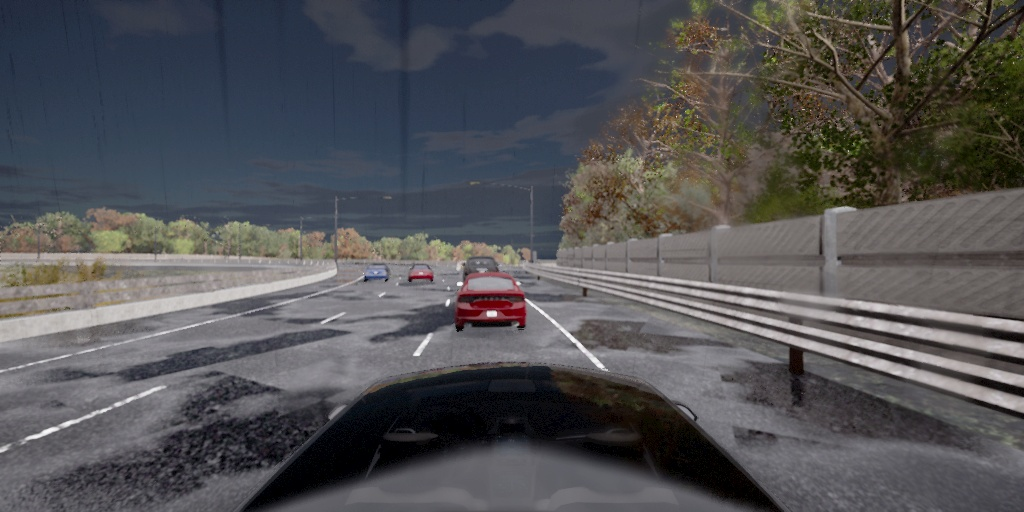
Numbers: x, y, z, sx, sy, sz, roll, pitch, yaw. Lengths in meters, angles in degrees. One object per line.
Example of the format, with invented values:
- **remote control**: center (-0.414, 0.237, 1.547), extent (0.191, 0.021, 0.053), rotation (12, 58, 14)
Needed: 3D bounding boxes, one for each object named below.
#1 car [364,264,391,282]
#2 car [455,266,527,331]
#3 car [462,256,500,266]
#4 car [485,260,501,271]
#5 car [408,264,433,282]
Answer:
- **car**: center (-11.190, 1.355, 29.953), extent (2.033, 1.411, 5.357), rotation (0, 0, -16)
- **car**: center (-0.709, 1.246, 11.174), extent (1.882, 1.535, 5.008), rotation (0, 0, -5)
- **car**: center (-2.035, 1.016, 23.293), extent (2.150, 2.045, 5.566), rotation (0, 0, -6)
- **car**: center (-2.830, 1.329, 53.529), extent (1.882, 1.535, 5.008), rotation (0, 0, 3)
- **car**: center (-7.758, 1.371, 30.420), extent (1.994, 1.385, 4.181), rotation (0, 0, -15)
